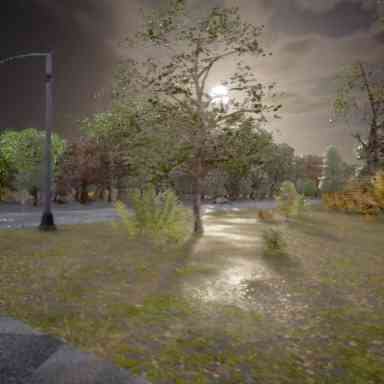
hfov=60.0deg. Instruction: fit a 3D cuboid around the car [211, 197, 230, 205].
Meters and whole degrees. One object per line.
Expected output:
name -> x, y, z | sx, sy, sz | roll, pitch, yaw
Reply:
car -> 4.998, 1.615, 58.302 | 1.994, 1.385, 4.181 | 1, 1, 36
